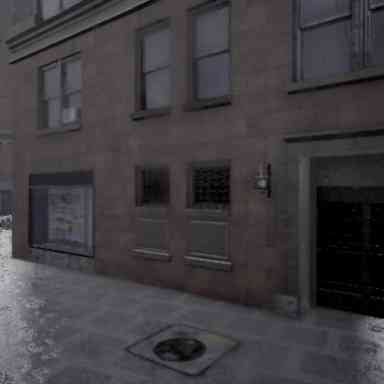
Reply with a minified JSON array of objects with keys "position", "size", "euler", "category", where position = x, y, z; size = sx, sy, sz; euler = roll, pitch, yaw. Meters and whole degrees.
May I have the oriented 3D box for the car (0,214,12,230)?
[{"position":[-10.874,1.814,23.080],"size":[2.128,1.511,4.902],"euler":[0,-1,35],"category":"car"}]
